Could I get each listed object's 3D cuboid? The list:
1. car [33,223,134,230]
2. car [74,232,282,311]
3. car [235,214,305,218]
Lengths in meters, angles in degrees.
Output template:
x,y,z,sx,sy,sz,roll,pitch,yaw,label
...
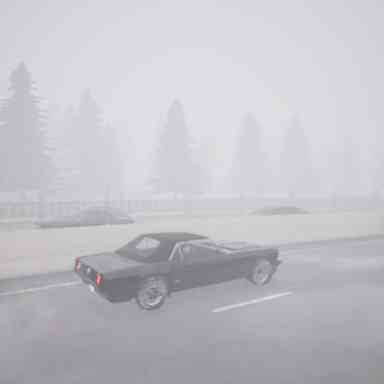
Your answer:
x,y,z,sx,sy,sz,roll,pitch,yaw,label
-5.510,1.610,16.968,4.718,1.301,1.895,0,0,-33,car
-0.106,1.597,7.761,4.718,1.301,1.895,0,0,-34,car
4.544,1.478,18.796,4.892,1.490,1.837,0,0,-28,car
